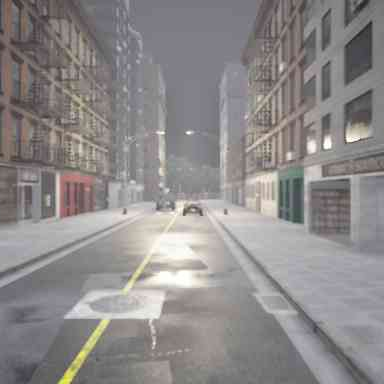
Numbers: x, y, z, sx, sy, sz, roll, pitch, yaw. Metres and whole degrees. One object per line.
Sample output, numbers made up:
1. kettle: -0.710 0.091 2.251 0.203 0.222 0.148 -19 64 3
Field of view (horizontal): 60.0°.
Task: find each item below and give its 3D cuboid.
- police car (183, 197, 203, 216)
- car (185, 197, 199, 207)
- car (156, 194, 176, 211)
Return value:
1. police car: 0.079 1.514 33.301 2.038 1.542 4.974 0 0 0
2. car: -0.022 1.511 52.118 2.128 1.511 4.902 0 0 0
3. car: -3.105 1.234 40.586 2.150 2.045 5.566 0 0 0
